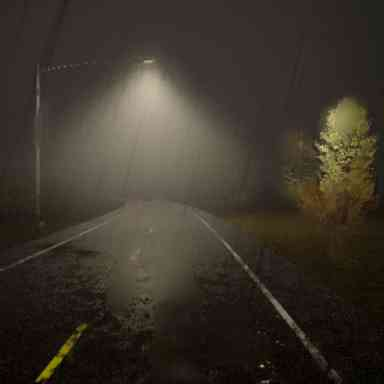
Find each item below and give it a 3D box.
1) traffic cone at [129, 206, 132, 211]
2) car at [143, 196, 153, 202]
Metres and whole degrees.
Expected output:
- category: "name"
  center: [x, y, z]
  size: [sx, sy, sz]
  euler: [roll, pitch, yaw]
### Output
- category: "traffic cone"
  center: [-7.033, 1.852, 37.987]
  size: [0.340, 0.580, 0.340]
  euler: [0, 0, -6]
- category: "car"
  center: [-9.649, 1.560, 72.883]
  size: [1.895, 1.301, 4.718]
  euler: [0, 0, -12]
